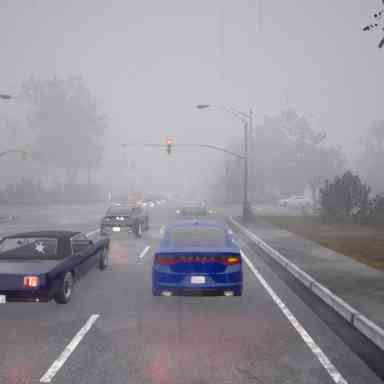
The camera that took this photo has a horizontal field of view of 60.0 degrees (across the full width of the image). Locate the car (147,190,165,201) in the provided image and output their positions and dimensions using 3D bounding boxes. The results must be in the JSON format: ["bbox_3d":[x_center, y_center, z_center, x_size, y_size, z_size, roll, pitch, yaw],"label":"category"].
[{"bbox_3d":[-6.965,0.956,64.320,1.882,1.535,5.008,0,1,0],"label":"car"}]

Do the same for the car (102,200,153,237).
[{"bbox_3d":[-3.373,1.402,17.296,1.837,1.490,4.892,0,0,0],"label":"car"}]

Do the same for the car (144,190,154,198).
[{"bbox_3d":[-10.792,0.444,84.280,2.150,2.045,5.566,0,1,-3],"label":"car"}]

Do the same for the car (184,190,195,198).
[{"bbox_3d":[-0.340,0.419,85.464,2.150,2.045,5.566,0,1,-4],"label":"car"}]

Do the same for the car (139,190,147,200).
[{"bbox_3d":[-10.463,0.709,63.485,2.150,2.045,5.566,0,1,0],"label":"car"}]

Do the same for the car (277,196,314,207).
[{"bbox_3d":[13.290,1.200,42.822,4.674,1.442,1.812,0,1,-3],"label":"car"}]

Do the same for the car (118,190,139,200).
[{"bbox_3d":[-10.536,0.929,53.902,2.097,1.767,4.553,0,1,1],"label":"car"}]

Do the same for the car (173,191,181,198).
[{"bbox_3d":[-3.836,0.737,85.329,2.033,1.411,5.357,0,1,-4],"label":"car"}]

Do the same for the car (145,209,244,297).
[{"bbox_3d":[0.114,1.446,8.591,1.882,1.535,5.008,0,0,0],"label":"car"}]

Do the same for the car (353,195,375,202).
[{"bbox_3d":[22.478,1.174,43.329,4.892,1.490,1.837,0,1,-3],"label":"car"}]

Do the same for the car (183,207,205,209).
[{"bbox_3d":[0.126,1.458,17.572,1.994,1.385,4.181,0,0,0],"label":"car"}]

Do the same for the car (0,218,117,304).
[{"bbox_3d":[-3.387,1.573,8.044,1.895,1.301,4.718,0,0,0],"label":"car"}]

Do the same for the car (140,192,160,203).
[{"bbox_3d":[-7.006,1.127,55.511,1.994,1.385,4.181,0,1,0],"label":"car"}]

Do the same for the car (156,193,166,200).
[{"bbox_3d":[-6.984,0.956,74.345,1.895,1.301,4.718,0,1,-1],"label":"car"}]
